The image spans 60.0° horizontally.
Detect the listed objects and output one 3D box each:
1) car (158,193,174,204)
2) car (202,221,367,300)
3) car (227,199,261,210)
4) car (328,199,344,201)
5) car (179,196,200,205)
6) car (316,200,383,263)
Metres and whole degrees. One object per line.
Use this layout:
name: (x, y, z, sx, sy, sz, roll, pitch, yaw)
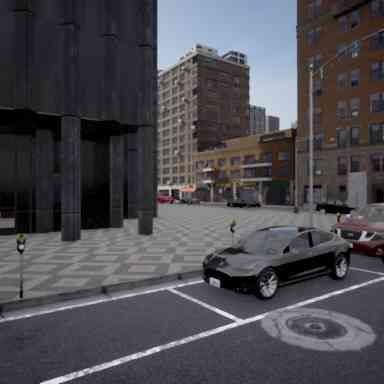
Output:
car: (-5.371, 1.134, 59.853, 2.150, 2.045, 5.566, 0, 0, -35)
car: (2.263, 1.564, 8.388, 4.313, 1.339, 1.947, 0, 0, -36)
car: (6.594, 1.554, 42.389, 1.895, 1.301, 4.718, 0, 0, -35)
car: (14.195, 1.430, 31.395, 1.882, 1.535, 5.008, 0, 0, -34)
car: (-0.484, 1.427, 58.158, 2.128, 1.511, 4.902, 0, 0, -34)
car: (6.852, 1.312, 11.667, 5.009, 1.841, 2.192, 0, 0, -36)
